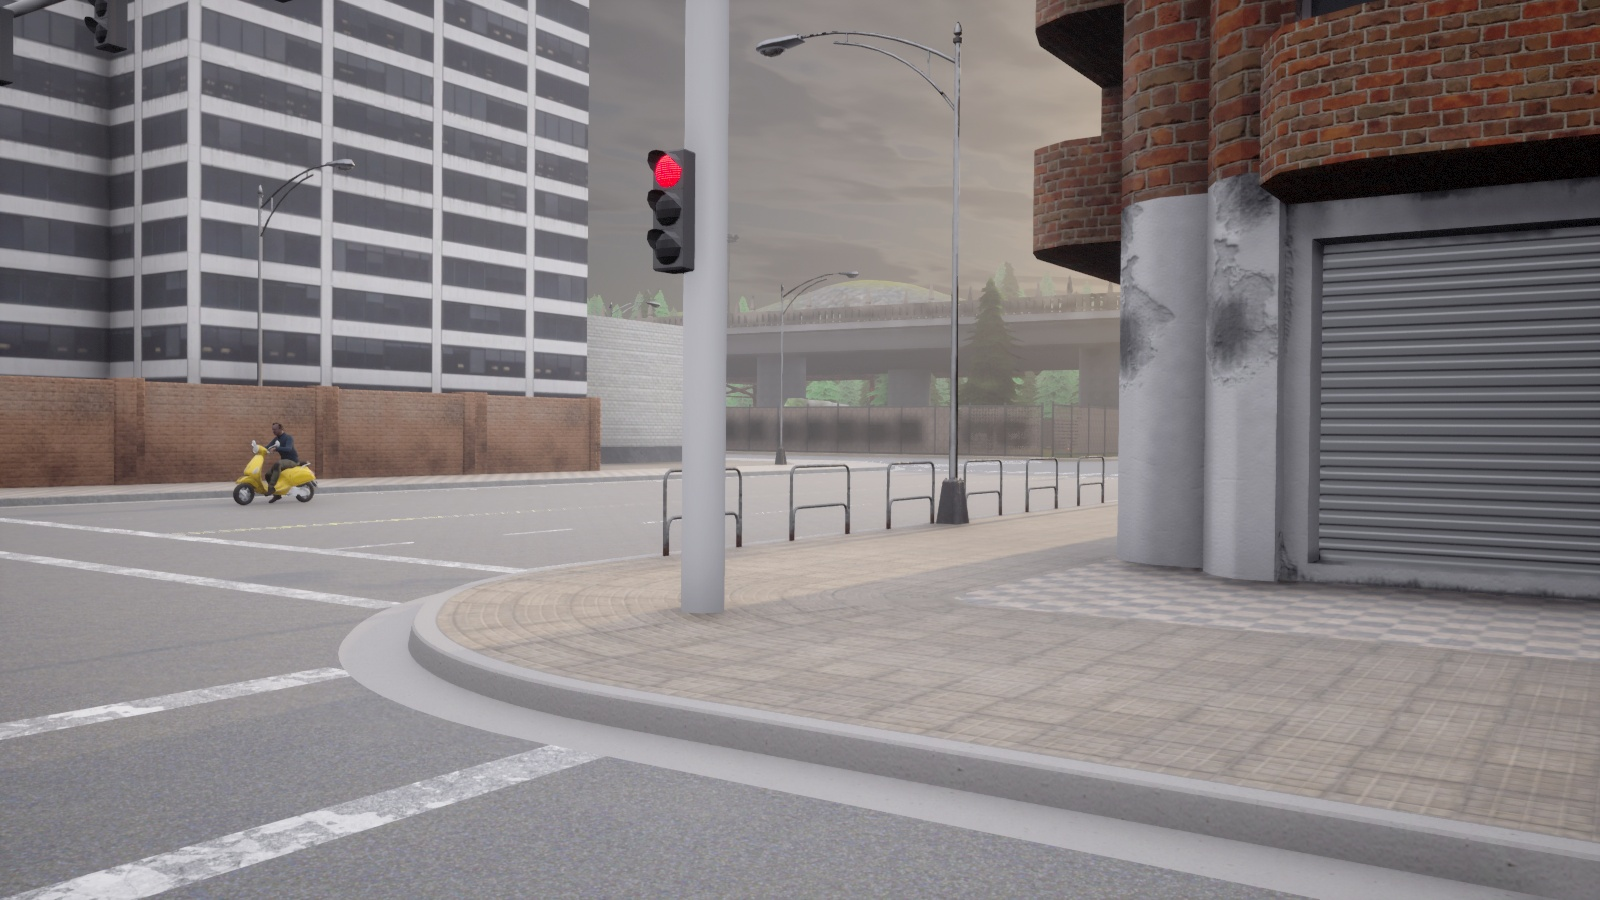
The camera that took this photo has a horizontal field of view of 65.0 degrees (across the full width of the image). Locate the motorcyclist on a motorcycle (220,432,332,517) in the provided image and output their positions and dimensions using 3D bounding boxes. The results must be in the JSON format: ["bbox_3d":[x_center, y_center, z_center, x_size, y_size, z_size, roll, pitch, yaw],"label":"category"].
[{"bbox_3d":[-10.189,0.443,24.478,0.866,1.590,1.817,0,1,33],"label":"motorcyclist on a motorcycle"}]
